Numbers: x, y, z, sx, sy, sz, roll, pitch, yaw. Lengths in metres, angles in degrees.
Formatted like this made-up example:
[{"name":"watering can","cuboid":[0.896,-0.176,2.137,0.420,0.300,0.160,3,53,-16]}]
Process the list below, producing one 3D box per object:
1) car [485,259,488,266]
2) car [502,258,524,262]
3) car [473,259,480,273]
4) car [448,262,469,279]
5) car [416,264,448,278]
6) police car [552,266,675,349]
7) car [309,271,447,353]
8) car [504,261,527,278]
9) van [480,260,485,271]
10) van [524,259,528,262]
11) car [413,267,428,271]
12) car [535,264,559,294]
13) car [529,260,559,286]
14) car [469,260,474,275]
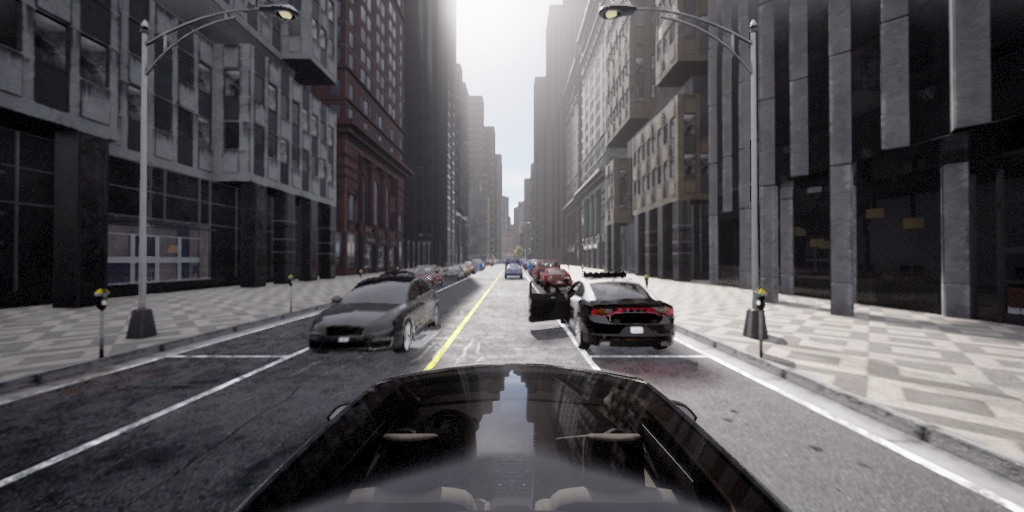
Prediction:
[{"name":"car","cuboid":[-5.642,1.664,62.787,1.751,1.417,4.829,0,0,0]},{"name":"car","cuboid":[0.129,1.273,49.324,2.150,2.045,5.566,0,0,1]},{"name":"car","cuboid":[-5.675,1.470,46.049,1.967,1.591,4.097,0,0,0]},{"name":"car","cuboid":[-5.697,1.509,34.776,2.007,1.370,4.403,0,0,0]},{"name":"car","cuboid":[-5.720,1.327,23.504,1.967,1.591,4.097,0,0,0]},{"name":"police car","cuboid":[2.381,1.224,9.410,1.930,1.638,5.238,0,0,0]},{"name":"car","cuboid":[-3.086,1.301,9.016,1.837,1.490,4.892,0,0,0]},{"name":"car","cuboid":[0.149,1.519,36.789,2.033,1.411,5.357,0,0,0]},{"name":"van","cuboid":[-5.653,1.443,57.321,1.690,1.789,3.998,0,0,0]},{"name":"van","cuboid":[2.850,1.371,46.043,1.690,1.789,3.998,0,0,0]},{"name":"car","cuboid":[-5.731,1.418,17.868,1.948,1.339,4.313,0,0,0]},{"name":"car","cuboid":[2.805,1.433,23.497,1.888,1.381,4.507,0,0,0]},{"name":"car","cuboid":[2.816,1.238,29.134,2.192,1.841,5.009,0,0,0]},{"name":"car","cuboid":[-5.687,1.520,40.242,1.751,1.417,4.829,0,0,0]}]
